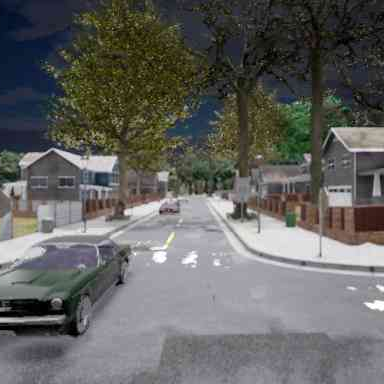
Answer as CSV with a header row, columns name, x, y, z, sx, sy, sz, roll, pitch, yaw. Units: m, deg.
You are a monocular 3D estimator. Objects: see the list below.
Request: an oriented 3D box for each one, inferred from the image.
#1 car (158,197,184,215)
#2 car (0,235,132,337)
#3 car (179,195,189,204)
name,x,y,z,sx,sy,sz,roll,pitch,yaw
car,-2.097,1.496,32.501,1.994,1.385,4.181,0,0,1
car,-2.600,1.664,6.876,1.895,1.301,4.718,-1,0,1
car,-1.595,1.263,58.564,1.895,1.301,4.718,0,1,1
